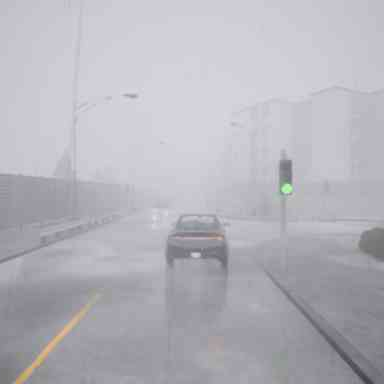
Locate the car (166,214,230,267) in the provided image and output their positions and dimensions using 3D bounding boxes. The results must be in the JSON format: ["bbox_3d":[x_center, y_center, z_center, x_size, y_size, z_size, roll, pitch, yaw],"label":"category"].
[{"bbox_3d":[0.271,1.488,11.387,2.128,1.511,4.902,0,0,4],"label":"car"}]

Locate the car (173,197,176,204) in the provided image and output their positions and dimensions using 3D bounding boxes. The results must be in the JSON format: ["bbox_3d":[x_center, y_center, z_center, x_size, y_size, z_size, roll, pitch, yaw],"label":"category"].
[{"bbox_3d":[-4.019,1.526,61.093,2.033,1.411,5.357,0,0,1],"label":"car"}]

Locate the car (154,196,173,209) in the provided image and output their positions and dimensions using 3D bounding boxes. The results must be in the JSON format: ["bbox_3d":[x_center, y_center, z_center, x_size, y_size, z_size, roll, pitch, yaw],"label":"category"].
[{"bbox_3d":[-4.078,1.489,45.236,1.837,1.490,4.892,0,0,0],"label":"car"}]
